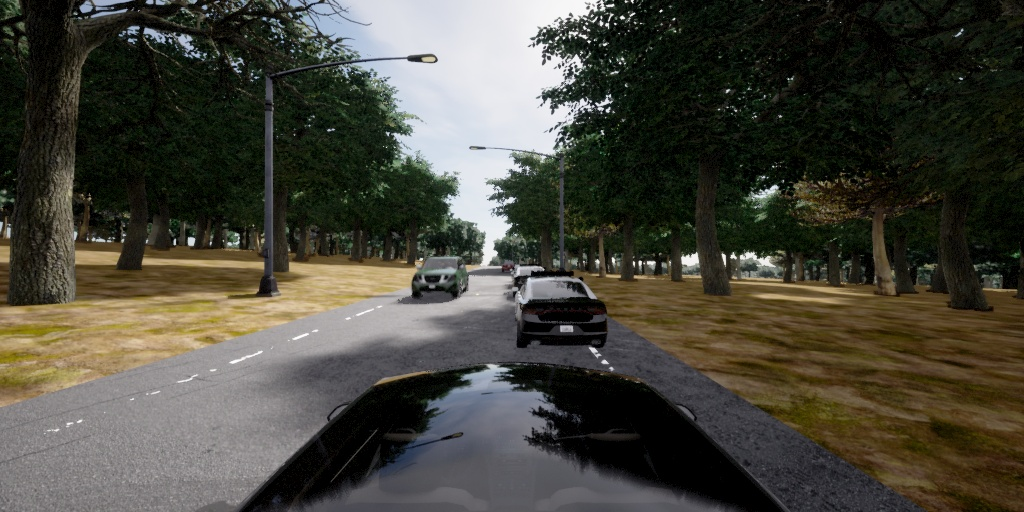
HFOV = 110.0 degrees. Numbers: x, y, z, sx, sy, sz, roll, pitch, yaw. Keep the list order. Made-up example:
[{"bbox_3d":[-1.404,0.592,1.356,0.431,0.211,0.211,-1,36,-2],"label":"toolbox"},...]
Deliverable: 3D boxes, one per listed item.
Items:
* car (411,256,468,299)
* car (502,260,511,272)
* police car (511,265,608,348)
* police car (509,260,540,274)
[{"bbox_3d":[-3.575,1.022,18.725,2.150,2.045,5.566,0,0,0],"label":"car"},{"bbox_3d":[-0.421,1.402,51.669,2.097,1.767,4.553,0,-1,-1],"label":"car"},{"bbox_3d":[1.033,1.190,9.426,1.930,1.638,5.238,0,0,0],"label":"police car"},{"bbox_3d":[0.966,1.219,19.440,1.930,1.638,5.238,-1,0,0],"label":"police car"}]
